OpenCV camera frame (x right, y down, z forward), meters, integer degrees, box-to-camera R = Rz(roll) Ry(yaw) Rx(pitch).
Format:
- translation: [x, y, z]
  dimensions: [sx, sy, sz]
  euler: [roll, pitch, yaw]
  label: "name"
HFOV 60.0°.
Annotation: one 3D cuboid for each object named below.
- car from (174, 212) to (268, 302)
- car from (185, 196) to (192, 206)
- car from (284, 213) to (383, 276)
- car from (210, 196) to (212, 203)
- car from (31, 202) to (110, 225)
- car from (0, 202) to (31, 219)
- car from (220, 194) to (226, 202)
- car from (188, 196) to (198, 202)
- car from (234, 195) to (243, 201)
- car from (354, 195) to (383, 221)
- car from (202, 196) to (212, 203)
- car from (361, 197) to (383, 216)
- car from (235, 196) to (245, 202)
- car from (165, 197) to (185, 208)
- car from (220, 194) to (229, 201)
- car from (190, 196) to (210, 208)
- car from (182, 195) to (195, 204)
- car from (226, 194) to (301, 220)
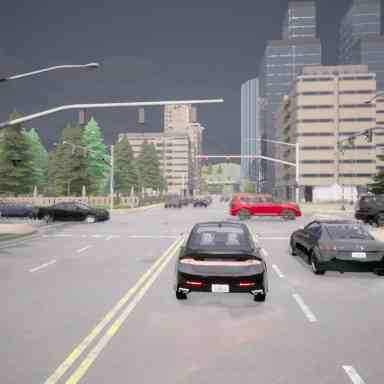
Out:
- translation: [0.702, 1.492, 8.303]
  dimensions: [2.128, 1.511, 4.902]
  euler: [0, 0, 5]
  label: "car"
- translation: [-1.644, 1.547, 55.715]
  dimensions: [2.033, 1.411, 5.357]
  euler: [0, 0, 6]
  label: "car"
- translation: [4.393, 1.564, 10.413]
  dimensions: [1.994, 1.385, 4.181]
  euler: [0, 0, 5]
  label: "car"
- translation: [2.142, 1.601, 58.430]
  dimensions: [1.895, 1.301, 4.718]
  euler: [0, 0, 6]
  label: "car"
- translation: [-8.460, 1.477, 23.929]
  dimensions: [5.008, 1.535, 1.882]
  euler: [0, 0, 5]
  label: "car"
- translation: [-14.434, 1.547, 28.010]
  dimensions: [5.357, 1.411, 2.033]
  euler: [0, 0, 5]
  label: "car"
- translation: [7.544, 1.549, 77.419]
  dimensions: [1.994, 1.385, 4.181]
  euler: [0, 0, 5]
  label: "car"
- translation: [0.314, 1.595, 75.337]
  dimensions: [1.895, 1.301, 4.718]
  euler: [0, 0, 5]
  label: "car"
- translation: [11.821, 1.537, 85.420]
  dimensions: [2.033, 1.411, 5.357]
  euler: [0, 0, 5]
  label: "car"
- translation: [13.679, 1.221, 21.839]
  dimensions: [5.566, 2.045, 2.150]
  euler: [0, 0, 5]
  label: "car"
- translation: [3.170, 1.505, 68.475]
  dimensions: [1.837, 1.490, 4.892]
  euler: [0, 0, 6]
  label: "car"
- translation: [19.151, 1.352, 32.135]
  dimensions: [4.553, 1.767, 2.097]
  euler: [0, 0, 7]
  label: "car"
- translation: [10.935, 1.591, 76.114]
  dimensions: [1.895, 1.301, 4.718]
  euler: [0, 0, 5]
  label: "car"
- translation: [-2.527, 1.564, 46.515]
  dimensions: [1.994, 1.385, 4.181]
  euler: [0, 0, 5]
  label: "car"
- translation: [8.334, 1.353, 85.722]
  dimensions: [2.097, 1.767, 4.553]
  euler: [0, 0, 5]
  label: "car"
- translation: [1.255, 1.601, 49.309]
  dimensions: [1.895, 1.301, 4.718]
  euler: [0, 0, 5]
  label: "car"
- translation: [-0.675, 1.478, 65.398]
  dimensions: [1.882, 1.535, 5.008]
  euler: [0, 0, 6]
  label: "car"
- translation: [5.641, 1.221, 26.114]
  dimensions: [5.566, 2.045, 2.150]
  euler: [0, 0, 5]
  label: "car"
